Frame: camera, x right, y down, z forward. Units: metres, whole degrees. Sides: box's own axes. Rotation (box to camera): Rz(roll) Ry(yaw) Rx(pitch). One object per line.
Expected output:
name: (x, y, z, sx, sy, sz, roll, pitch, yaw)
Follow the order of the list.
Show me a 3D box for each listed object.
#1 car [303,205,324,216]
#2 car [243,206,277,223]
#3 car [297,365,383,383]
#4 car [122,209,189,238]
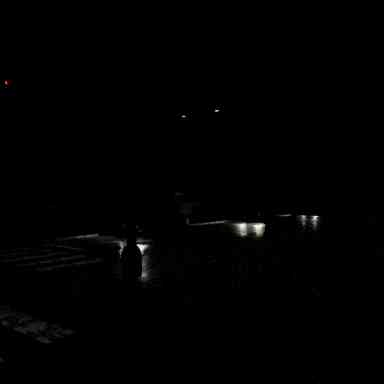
car: (17.485, 2.612, 47.662, 1.837, 1.490, 4.892, 0, -1, 35)
car: (6.789, 2.137, 32.794, 1.882, 1.535, 5.008, 0, -1, 35)
car: (2.411, 1.551, 1.232, 4.403, 1.369, 2.008, 0, 0, 36)
car: (-2.088, 1.845, 20.328, 1.837, 1.490, 4.892, 0, 0, 35)
